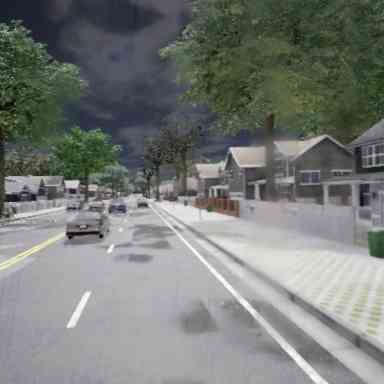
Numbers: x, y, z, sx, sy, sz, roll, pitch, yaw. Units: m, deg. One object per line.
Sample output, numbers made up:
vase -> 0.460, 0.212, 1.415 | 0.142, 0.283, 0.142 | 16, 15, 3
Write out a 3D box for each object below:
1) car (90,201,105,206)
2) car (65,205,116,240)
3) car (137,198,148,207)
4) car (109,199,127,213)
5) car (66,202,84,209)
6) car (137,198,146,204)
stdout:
car -> -13.857, 2.052, 48.781 | 2.033, 1.411, 5.357 | -1, 0, -8
car -> -5.657, 1.733, 18.544 | 2.033, 1.411, 5.357 | -1, 0, -9
car -> -8.839, 2.018, 59.645 | 1.895, 1.301, 4.718 | -1, 0, -9
car -> -9.384, 1.712, 42.181 | 2.097, 1.767, 4.553 | -1, 0, -9
car -> -17.211, 2.142, 49.237 | 2.033, 1.411, 5.357 | -1, 0, -8
car -> -12.375, 2.147, 81.455 | 2.033, 1.411, 5.357 | -1, 0, -9
